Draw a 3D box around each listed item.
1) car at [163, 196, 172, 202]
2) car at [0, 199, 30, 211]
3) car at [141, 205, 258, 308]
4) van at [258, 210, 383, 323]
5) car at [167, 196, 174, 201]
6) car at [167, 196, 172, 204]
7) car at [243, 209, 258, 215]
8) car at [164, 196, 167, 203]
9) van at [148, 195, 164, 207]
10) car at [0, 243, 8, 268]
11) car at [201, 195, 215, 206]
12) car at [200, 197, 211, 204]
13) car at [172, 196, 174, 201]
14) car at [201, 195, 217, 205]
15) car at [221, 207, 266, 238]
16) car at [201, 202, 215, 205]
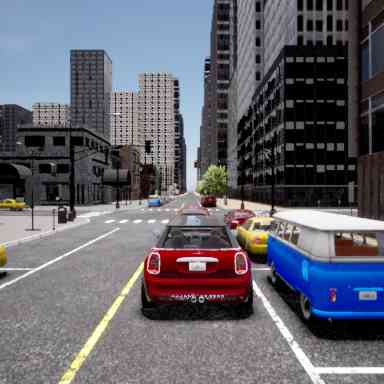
[{"bbox_3d":[-5.732,1.668,78.251,2.008,1.369,4.403,0,0,0],"label":"car"},{"bbox_3d":[-21.428,1.469,38.455,4.829,1.417,1.752,0,0,0],"label":"car"},{"bbox_3d":[0.095,1.352,8.065,2.097,1.767,4.553,0,0,0],"label":"car"},{"bbox_3d":[2.684,1.341,6.923,1.690,1.788,3.998,0,0,0],"label":"van"},{"bbox_3d":[-5.738,1.673,89.129,1.752,1.417,4.829,0,0,0],"label":"car"},{"bbox_3d":[-5.727,1.529,67.204,1.967,1.590,4.097,0,0,0],"label":"car"},{"bbox_3d":[2.681,1.527,12.758,1.752,1.417,4.829,0,0,0],"label":"car"},{"bbox_3d":[-5.721,1.505,56.155,1.967,1.590,4.097,0,0,0],"label":"car"},{"bbox_3d":[-5.719,1.395,50.632,1.690,1.788,3.998,0,0,0],"label":"van"},{"bbox_3d":[-5.696,1.525,6.749,1.752,1.417,4.829,0,0,0],"label":"car"},{"bbox_3d":[2.658,1.380,56.162,2.192,1.841,5.009,0,0,0],"label":"car"},{"bbox_3d":[2.654,1.655,67.211,1.947,1.339,4.313,0,0,0],"label":"car"},{"bbox_3d":[-5.729,1.653,72.727,2.008,1.369,4.403,0,0,0],"label":"car"},{"bbox_3d":[2.661,1.369,50.638,2.192,1.841,5.009,0,0,0],"label":"car"},{"bbox_3d":[2.678,1.587,18.250,1.802,1.307,4.206,0,0,0],"label":"car"},{"bbox_3d":[0.091,1.482,17.271,1.882,1.535,5.008,0,0,0],"label":"car"}]
